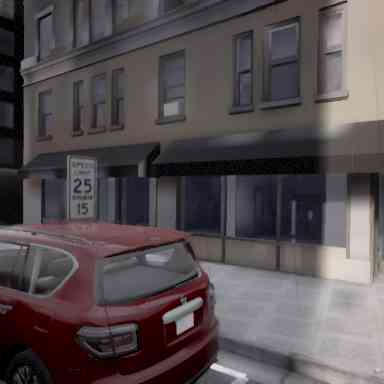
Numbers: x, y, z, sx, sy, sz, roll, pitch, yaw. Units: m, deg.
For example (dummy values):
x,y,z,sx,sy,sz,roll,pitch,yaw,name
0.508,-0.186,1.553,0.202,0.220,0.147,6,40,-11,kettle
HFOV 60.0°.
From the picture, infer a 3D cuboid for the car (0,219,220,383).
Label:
x,y,z,sx,sy,sz,roll,pitch,yaw,name
-2.007,1.313,4.498,5.009,1.841,2.192,0,1,36,car
